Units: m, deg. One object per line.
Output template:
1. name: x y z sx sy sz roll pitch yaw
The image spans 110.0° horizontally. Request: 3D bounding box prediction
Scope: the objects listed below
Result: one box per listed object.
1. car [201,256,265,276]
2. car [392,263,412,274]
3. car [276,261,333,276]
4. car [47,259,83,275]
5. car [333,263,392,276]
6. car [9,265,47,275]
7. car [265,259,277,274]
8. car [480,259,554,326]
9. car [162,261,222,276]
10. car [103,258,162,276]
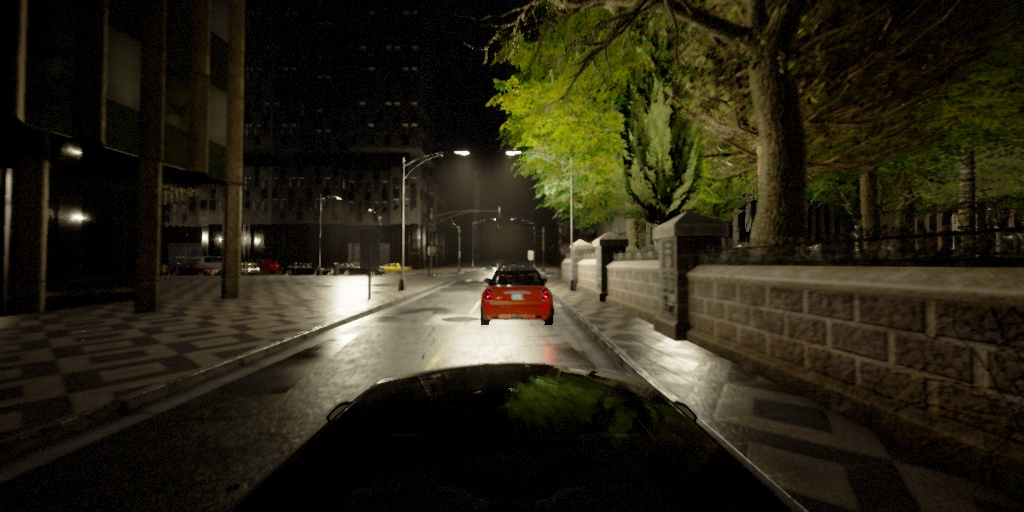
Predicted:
1. car: -29.801 1.067 37.738 5.566 2.045 2.150 0 -1 1
2. car: -14.597 1.487 43.425 4.829 1.417 1.751 0 0 1
3. car: -20.014 1.338 34.954 4.313 1.339 1.948 0 0 1
4. car: -42.064 1.241 35.167 4.097 1.591 1.967 0 0 1
5. car: -14.501 1.316 34.900 4.403 1.370 2.007 0 0 1
6. car: -49.621 1.462 38.017 4.181 1.385 1.994 0 -1 1
7. car: -30.964 1.297 43.583 5.009 1.841 2.192 0 0 1
8. car: 0.139 1.125 11.884 2.097 1.767 4.553 0 0 0
9. car: -31.039 1.368 35.060 4.207 1.307 1.802 0 0 1
10. car: -36.552 1.108 35.114 5.009 1.841 2.192 0 0 1
